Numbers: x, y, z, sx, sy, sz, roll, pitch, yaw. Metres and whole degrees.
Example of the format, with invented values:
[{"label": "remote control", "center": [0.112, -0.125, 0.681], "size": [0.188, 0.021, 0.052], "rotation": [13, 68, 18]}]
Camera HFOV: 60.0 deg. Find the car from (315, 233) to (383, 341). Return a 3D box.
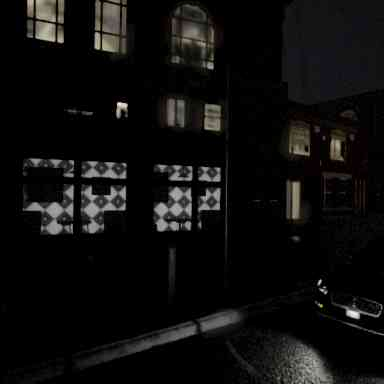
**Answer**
[{"label": "car", "center": [4.255, 1.505, 6.165], "size": [4.892, 1.490, 1.837], "rotation": [0, 0, -36]}]
